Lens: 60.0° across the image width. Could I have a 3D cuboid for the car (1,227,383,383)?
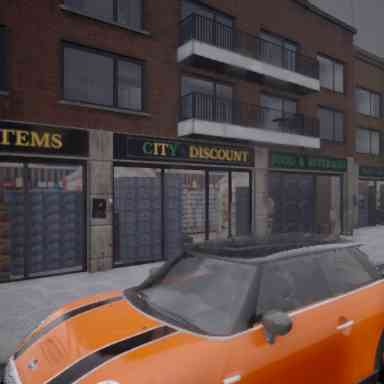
[{"bbox_3d":[0.466,1.352,3.712,4.553,1.767,2.097,0,0,-36],"label":"car"}]
